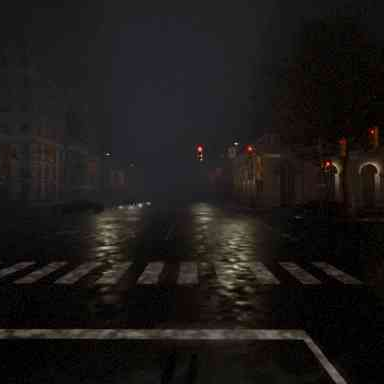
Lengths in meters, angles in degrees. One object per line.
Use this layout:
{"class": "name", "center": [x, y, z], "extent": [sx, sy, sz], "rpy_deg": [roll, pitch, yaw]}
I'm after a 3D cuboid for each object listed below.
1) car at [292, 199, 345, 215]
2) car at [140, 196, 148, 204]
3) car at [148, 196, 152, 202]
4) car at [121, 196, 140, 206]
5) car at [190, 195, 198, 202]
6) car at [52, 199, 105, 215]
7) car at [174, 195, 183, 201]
{"class": "car", "center": [12.468, 1.478, 32.847], "extent": [5.008, 1.535, 1.882], "rpy_deg": [0, 0, 0]}
{"class": "car", "center": [-10.332, 1.601, 64.776], "extent": [1.895, 1.301, 4.718], "rpy_deg": [0, 0, 1]}
{"class": "car", "center": [-10.160, 1.595, 74.937], "extent": [1.895, 1.301, 4.718], "rpy_deg": [0, 0, 1]}
{"class": "car", "center": [-10.408, 1.478, 55.152], "extent": [1.882, 1.535, 5.008], "rpy_deg": [0, 0, 1]}
{"class": "car", "center": [0.389, 1.450, 78.626], "extent": [2.128, 1.511, 4.902], "rpy_deg": [0, 0, 1]}
{"class": "car", "center": [-11.237, 1.477, 33.045], "extent": [5.008, 1.535, 1.882], "rpy_deg": [0, 0, 0]}
{"class": "car", "center": [-3.110, 1.449, 78.671], "extent": [2.128, 1.511, 4.902], "rpy_deg": [0, 0, 1]}
